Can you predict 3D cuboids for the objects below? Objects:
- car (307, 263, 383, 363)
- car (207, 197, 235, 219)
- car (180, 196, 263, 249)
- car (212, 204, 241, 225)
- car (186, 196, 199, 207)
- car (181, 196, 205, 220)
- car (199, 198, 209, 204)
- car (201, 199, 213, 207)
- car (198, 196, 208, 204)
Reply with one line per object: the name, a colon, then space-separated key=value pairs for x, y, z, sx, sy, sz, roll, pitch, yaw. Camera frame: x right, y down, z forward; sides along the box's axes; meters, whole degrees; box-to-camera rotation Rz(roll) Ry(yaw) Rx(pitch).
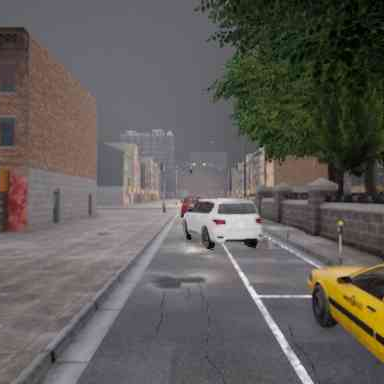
car: x=3.025 y=1.475 z=4.051 sx=1.801 sy=1.575 sz=5.366 roll=0 pitch=0 yaw=0
car: x=2.648 y=1.477 z=31.729 sx=2.192 sy=1.841 sz=5.009 roll=1 pitch=0 yaw=0
car: x=1.154 y=1.292 z=15.061 sx=2.150 sy=2.045 sz=5.566 roll=0 pitch=0 yaw=-15
car: x=2.645 y=1.712 z=26.279 sx=1.802 sy=1.307 sz=4.206 roll=1 pitch=0 yaw=0
car: x=0.097 y=1.699 z=59.250 sx=2.097 sy=1.767 sz=4.553 roll=0 pitch=0 yaw=0
car: x=0.081 y=1.383 z=31.579 sx=2.150 sy=2.045 sz=5.566 roll=0 pitch=0 yaw=0
car: x=2.644 y=2.009 z=74.469 sx=1.887 sy=1.381 sz=4.507 roll=1 pitch=0 yaw=0
car: x=2.644 y=1.884 z=58.157 sx=1.887 sy=1.381 sz=4.507 roll=1 pitch=0 yaw=0
car: x=2.646 y=1.824 z=79.908 sx=2.192 sy=1.841 sz=5.009 roll=1 pitch=0 yaw=0
